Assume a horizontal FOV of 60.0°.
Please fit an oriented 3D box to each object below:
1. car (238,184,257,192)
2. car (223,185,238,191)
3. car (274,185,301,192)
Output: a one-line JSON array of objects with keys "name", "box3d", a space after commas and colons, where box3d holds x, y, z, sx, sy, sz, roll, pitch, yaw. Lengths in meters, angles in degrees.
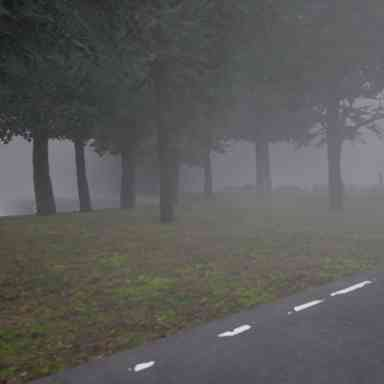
[{"name": "car", "box3d": [12.253, -0.922, 67.937, 2.097, 1.767, 4.553, -3, 3, -36]}, {"name": "car", "box3d": [9.125, -1.014, 76.969, 1.994, 1.385, 4.181, -3, 3, -36]}, {"name": "car", "box3d": [18.397, -0.724, 64.149, 2.033, 1.411, 5.357, -3, 3, -36]}]
